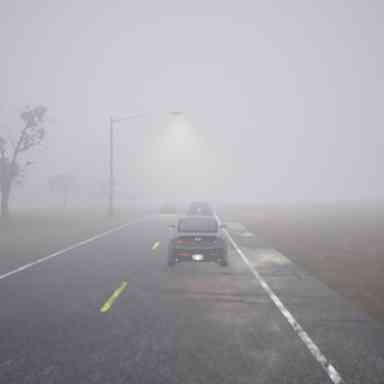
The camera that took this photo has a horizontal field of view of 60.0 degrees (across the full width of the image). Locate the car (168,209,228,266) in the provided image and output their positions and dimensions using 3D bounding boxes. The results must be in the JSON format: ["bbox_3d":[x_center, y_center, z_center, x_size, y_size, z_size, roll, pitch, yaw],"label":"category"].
[{"bbox_3d":[0.206,1.598,11.876,1.837,1.490,4.892,0,0,1],"label":"car"}]

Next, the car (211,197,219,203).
[{"bbox_3d":[6.569,2.140,94.673,1.801,1.575,5.366,0,0,7],"label":"car"}]

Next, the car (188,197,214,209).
[{"bbox_3d":[0.681,1.577,29.670,2.097,1.767,4.553,0,0,2],"label":"car"}]

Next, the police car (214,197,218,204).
[{"bbox_3d":[4.882,2.002,78.736,1.930,1.638,5.238,0,0,5],"label":"police car"}]

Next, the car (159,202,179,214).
[{"bbox_3d":[-2.620,1.856,38.804,1.994,1.385,4.181,0,0,3],"label":"car"}]

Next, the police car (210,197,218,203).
[{"bbox_3d":[5.895,2.069,88.651,1.930,1.638,5.238,0,0,6],"label":"police car"}]
